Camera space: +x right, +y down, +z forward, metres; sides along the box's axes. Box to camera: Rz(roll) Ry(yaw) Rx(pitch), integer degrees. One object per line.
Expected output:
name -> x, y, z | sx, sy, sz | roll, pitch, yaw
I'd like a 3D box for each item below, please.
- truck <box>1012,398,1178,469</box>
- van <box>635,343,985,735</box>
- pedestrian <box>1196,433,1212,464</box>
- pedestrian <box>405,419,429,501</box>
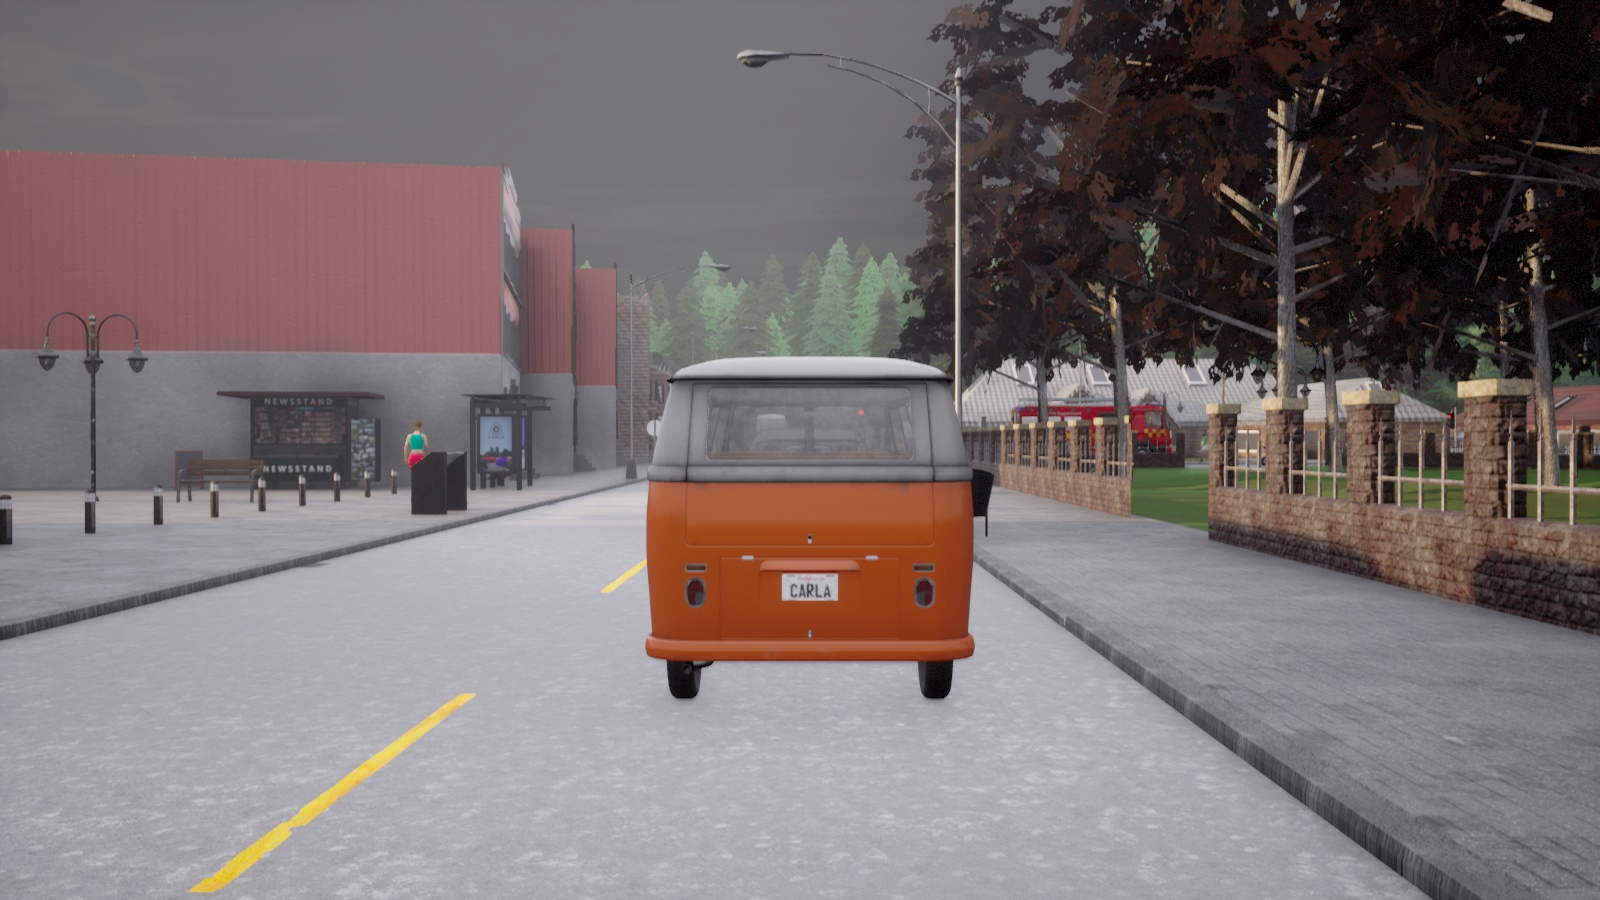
truck -> 16.223, -0.913, 69.377 | 8.468, 3.827, 2.891 | 0, 0, -1
van -> 0.064, 0.436, 8.584 | 1.775, 1.987, 4.442 | 0, 0, 0
pedestrian -> 24.982, -0.094, 77.645 | 0.873, 1.952, 0.659 | 0, 0, 13
pedestrian -> -8.653, 0.225, 28.370 | 0.345, 1.836, 0.594 | 0, 0, 4
